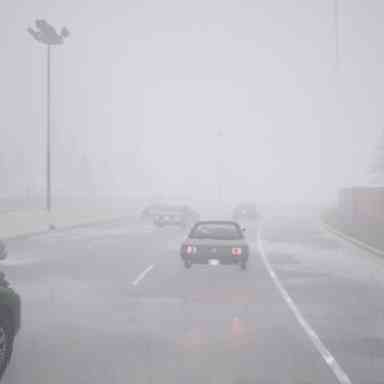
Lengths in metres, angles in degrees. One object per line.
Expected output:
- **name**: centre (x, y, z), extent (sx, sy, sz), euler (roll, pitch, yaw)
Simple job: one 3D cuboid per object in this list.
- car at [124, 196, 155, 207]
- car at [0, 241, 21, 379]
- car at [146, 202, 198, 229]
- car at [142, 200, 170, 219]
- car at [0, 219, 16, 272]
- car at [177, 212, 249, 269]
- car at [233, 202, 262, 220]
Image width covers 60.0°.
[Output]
- **car**: centre (-8.078, 1.433, 51.732), extent (2.128, 1.511, 4.902), euler (0, 0, 28)
- **car**: centre (-3.323, 1.215, 1.931), extent (2.150, 2.045, 5.566), euler (0, 0, 1)
- **car**: centre (-0.853, 1.527, 21.390), extent (2.033, 1.411, 5.357), euler (0, 0, 14)
- **car**: centre (-2.610, 1.535, 27.987), extent (1.994, 1.385, 4.181), euler (0, 0, 16)
- **car**: centre (-6.550, 1.532, 7.462), extent (2.033, 1.411, 5.357), euler (0, 0, 4)
- **car**: centre (0.859, 1.592, 11.120), extent (1.895, 1.301, 4.718), euler (0, 0, 7)
- **car**: centre (4.686, 1.545, 27.946), extent (1.994, 1.385, 4.181), euler (0, 0, 18)
